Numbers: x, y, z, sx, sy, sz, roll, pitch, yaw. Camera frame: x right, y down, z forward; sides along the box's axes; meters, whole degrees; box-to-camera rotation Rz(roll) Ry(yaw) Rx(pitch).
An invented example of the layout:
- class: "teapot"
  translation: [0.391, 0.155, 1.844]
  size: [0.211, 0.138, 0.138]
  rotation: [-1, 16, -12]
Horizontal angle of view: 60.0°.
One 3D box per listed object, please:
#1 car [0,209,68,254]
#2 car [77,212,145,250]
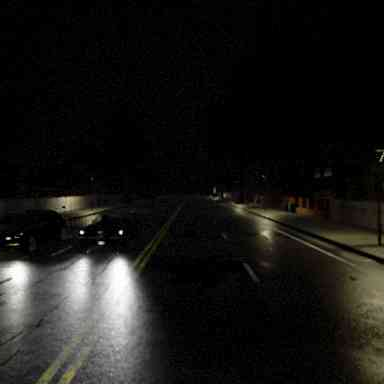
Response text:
- class: "car"
  translation: [-6.560, 1.459, 13.289]
  size: [1.837, 1.490, 4.892]
  rotation: [0, 0, 0]
- class: "car"
  translation: [-3.303, 1.549, 14.315]
  size: [1.895, 1.301, 4.718]
  rotation: [0, 0, 1]
